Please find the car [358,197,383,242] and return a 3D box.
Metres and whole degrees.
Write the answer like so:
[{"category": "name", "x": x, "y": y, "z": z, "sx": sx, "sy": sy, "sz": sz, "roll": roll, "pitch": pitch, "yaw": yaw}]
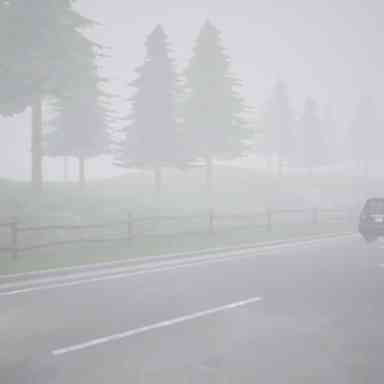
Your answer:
[{"category": "car", "x": 9.750, "y": 1.224, "z": 15.027, "sx": 5.566, "sy": 2.045, "sz": 2.150, "roll": 0, "pitch": 0, "yaw": -36}]
